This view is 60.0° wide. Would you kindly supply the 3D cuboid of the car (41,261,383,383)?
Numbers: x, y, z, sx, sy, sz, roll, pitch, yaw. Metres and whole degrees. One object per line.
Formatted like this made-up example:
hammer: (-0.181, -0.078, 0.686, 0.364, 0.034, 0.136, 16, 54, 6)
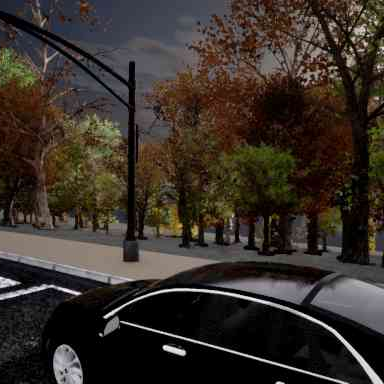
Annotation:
car: (0.398, 1.505, 3.391, 4.892, 1.490, 1.837, 0, 0, 36)
